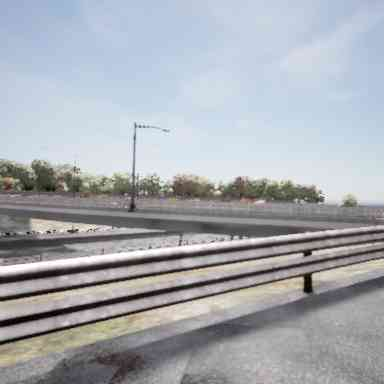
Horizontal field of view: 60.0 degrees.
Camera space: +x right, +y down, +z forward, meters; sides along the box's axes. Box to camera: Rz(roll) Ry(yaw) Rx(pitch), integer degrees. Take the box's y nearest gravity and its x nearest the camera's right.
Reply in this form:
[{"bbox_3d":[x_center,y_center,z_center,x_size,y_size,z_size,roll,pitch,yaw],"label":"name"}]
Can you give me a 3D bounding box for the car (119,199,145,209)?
[{"bbox_3d":[-9.289,1.812,52.500,5.008,1.535,1.882,1,-2,30],"label":"car"}]
